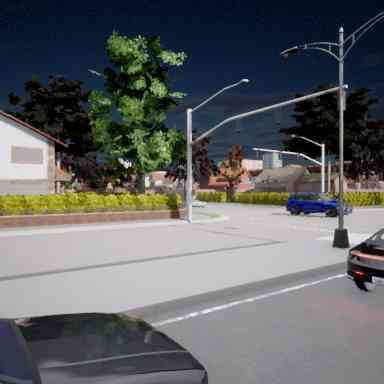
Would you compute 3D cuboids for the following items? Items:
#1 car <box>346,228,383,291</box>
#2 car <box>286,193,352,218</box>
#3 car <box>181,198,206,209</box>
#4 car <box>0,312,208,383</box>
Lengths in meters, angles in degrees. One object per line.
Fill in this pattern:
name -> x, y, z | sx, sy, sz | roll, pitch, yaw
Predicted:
car -> 5.549, 1.474, 7.694 | 4.902, 1.511, 2.128 | 0, 0, -35
car -> 11.020, 1.152, 29.400 | 2.150, 2.045, 5.566 | 0, 0, -42
car -> -0.185, 1.490, 43.981 | 1.895, 1.301, 4.718 | 0, 0, -36
car -> -2.390, 1.543, 2.040 | 5.357, 1.411, 2.033 | 0, 0, -36
